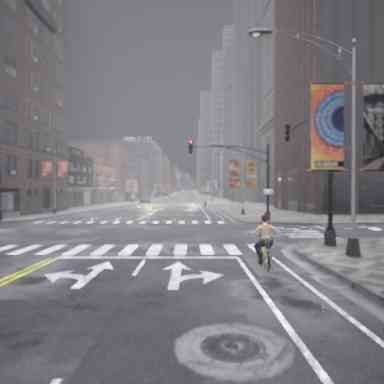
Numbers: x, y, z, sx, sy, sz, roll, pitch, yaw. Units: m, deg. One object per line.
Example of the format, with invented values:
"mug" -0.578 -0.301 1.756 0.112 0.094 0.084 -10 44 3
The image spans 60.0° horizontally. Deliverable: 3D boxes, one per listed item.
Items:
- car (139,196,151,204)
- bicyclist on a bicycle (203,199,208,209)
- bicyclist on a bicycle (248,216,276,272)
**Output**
"car" -9.754 1.559 69.322 2.097 1.767 4.553 0 0 0
"bicyclist on a bicycle" 2.178 1.902 54.311 0.866 1.612 1.509 0 0 0
"bicyclist on a bicycle" 2.181 1.519 10.097 0.866 1.612 1.509 0 0 0
